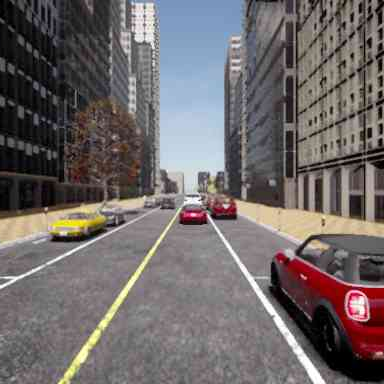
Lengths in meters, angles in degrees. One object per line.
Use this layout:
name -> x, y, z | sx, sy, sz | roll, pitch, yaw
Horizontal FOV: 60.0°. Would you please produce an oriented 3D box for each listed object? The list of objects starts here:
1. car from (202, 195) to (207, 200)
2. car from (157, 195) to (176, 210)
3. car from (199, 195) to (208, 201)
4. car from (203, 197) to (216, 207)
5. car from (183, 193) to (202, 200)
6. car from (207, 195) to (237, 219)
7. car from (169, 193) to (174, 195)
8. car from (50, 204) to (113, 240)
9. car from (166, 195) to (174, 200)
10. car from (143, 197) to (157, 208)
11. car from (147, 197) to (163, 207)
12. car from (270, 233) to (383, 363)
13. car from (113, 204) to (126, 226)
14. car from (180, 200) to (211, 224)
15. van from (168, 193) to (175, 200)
car -> 2.698, 1.276, 40.035 | 2.192, 1.841, 5.009 | 0, 0, 0
car -> -3.086, 1.462, 43.059 | 1.837, 1.490, 4.892 | 0, 0, 0
car -> 2.700, 1.461, 79.880 | 1.947, 1.339, 4.313 | 0, 0, 0
car -> 2.698, 1.470, 51.589 | 1.752, 1.417, 4.829 | 0, 0, 0
car -> 0.101, 1.176, 41.442 | 2.150, 2.045, 5.566 | 0, -1, 0
car -> 2.697, 1.290, 28.650 | 2.192, 1.841, 5.009 | 0, 0, 0
car -> -5.681, 1.456, 74.201 | 2.008, 1.369, 4.403 | 0, 0, 0
car -> -5.686, 1.512, 17.107 | 1.752, 1.417, 4.829 | 0, 0, 0
car -> -5.680, 1.428, 85.586 | 1.887, 1.381, 4.507 | 0, 0, 0
car -> -5.683, 1.504, 45.740 | 2.008, 1.369, 4.403 | 0, 0, 0
car -> -5.683, 1.511, 51.433 | 1.947, 1.339, 4.313 | 0, 0, 0
car -> 2.694, 1.437, 5.882 | 1.967, 1.590, 4.097 | 0, 0, 0
car -> -5.686, 1.532, 22.971 | 2.008, 1.369, 4.403 | 0, 0, 0
car -> 0.102, 1.543, 24.885 | 1.994, 1.385, 4.181 | 0, 0, 0
van -> -5.678, 1.213, 91.278 | 1.690, 1.788, 3.998 | 0, 0, 0
